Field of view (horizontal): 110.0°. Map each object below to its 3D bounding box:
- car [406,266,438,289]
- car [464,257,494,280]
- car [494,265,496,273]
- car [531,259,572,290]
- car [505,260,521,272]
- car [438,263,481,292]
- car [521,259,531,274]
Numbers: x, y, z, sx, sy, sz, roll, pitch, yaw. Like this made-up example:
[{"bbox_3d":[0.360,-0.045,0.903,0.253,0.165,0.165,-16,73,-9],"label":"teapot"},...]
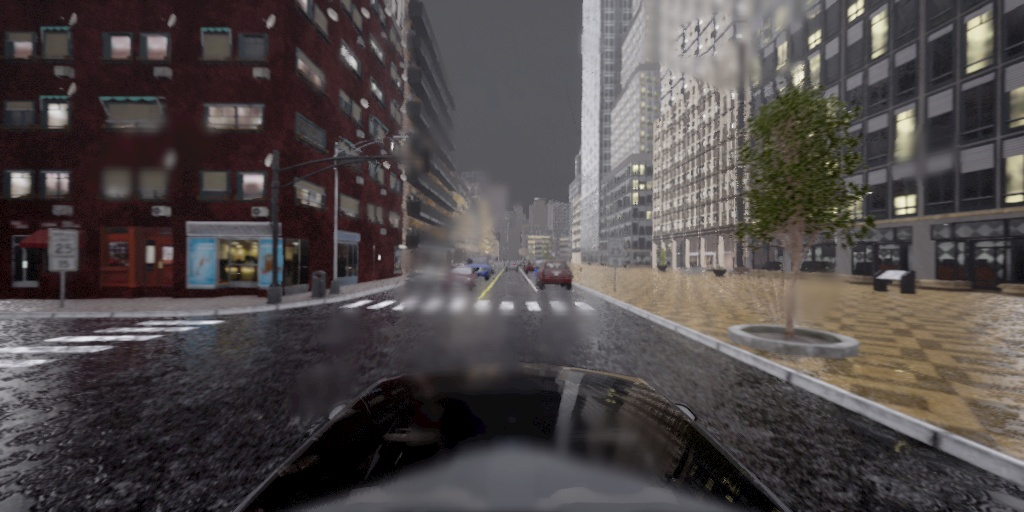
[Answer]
[{"bbox_3d":[-5.690,1.351,23.659,2.007,1.370,4.403,0,0,0],"label":"car"},{"bbox_3d":[-3.088,1.102,32.829,2.150,2.045,5.566,0,0,0],"label":"car"},{"bbox_3d":[-3.080,1.462,44.513,1.837,1.490,4.892,0,0,0],"label":"car"},{"bbox_3d":[2.690,1.186,23.660,2.192,1.841,5.009,0,0,0],"label":"car"},{"bbox_3d":[0.003,1.532,52.439,2.128,1.511,4.902,0,0,0],"label":"car"},{"bbox_3d":[-3.098,1.339,22.155,1.812,1.442,4.674,0,0,-2],"label":"car"},{"bbox_3d":[2.688,1.331,45.764,2.192,1.841,5.009,0,0,0],"label":"car"}]
